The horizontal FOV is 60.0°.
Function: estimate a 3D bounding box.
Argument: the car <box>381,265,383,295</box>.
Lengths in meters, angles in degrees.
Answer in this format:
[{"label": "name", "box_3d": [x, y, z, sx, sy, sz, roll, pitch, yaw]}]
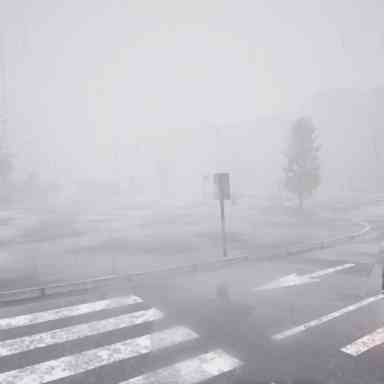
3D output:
[{"label": "car", "box_3d": [5.627, 1.410, 6.530, 4.902, 1.511, 2.128, -2, 1, -35]}]

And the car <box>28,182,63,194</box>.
[{"label": "car", "box_3d": [-21.361, -0.610, 49.559, 2.163, 1.488, 4.792, 1, 6, 17]}]

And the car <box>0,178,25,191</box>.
[{"label": "car", "box_3d": [-30.944, -1.268, 56.444, 2.185, 1.767, 4.553, 0, 6, 15]}]

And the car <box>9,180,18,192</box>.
[{"label": "car", "box_3d": [-26.115, -0.862, 53.085, 2.002, 1.452, 4.674, 0, 6, 16]}]

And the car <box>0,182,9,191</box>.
[{"label": "car", "box_3d": [-28.510, -1.027, 54.799, 2.097, 1.535, 5.008, 1, 6, 16]}]

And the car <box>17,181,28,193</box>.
[{"label": "car", "box_3d": [-23.719, -0.774, 51.351, 2.231, 1.521, 4.892, 1, 6, 17]}]

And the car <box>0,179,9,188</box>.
[{"label": "car", "box_3d": [-35.808, -1.378, 59.806, 2.231, 1.521, 4.892, 1, 6, 14]}]
